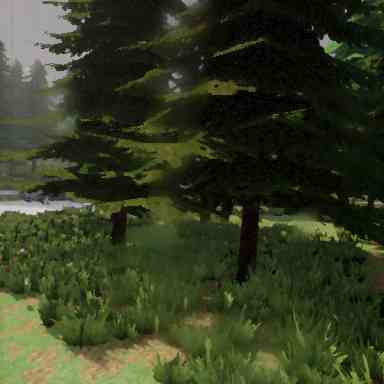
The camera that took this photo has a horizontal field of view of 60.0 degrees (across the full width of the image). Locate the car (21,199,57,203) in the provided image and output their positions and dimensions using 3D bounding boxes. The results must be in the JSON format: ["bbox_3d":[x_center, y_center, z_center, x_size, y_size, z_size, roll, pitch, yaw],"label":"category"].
[{"bbox_3d":[-10.541,0.076,25.284,1.837,1.490,4.892,5,2,24],"label":"car"}]
